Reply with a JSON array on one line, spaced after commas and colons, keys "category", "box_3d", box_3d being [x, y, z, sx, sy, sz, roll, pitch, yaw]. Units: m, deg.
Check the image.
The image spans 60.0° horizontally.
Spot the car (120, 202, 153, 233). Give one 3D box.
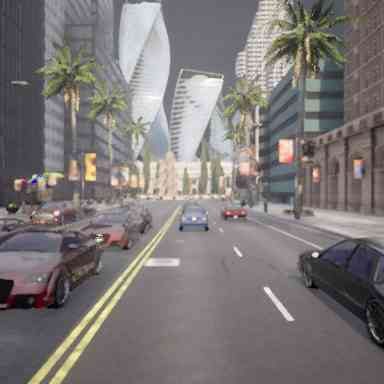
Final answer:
[{"category": "car", "box_3d": [-3.472, 1.577, 20.022, 2.128, 1.511, 4.902, 0, 0, 0]}]

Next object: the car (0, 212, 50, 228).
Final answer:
[{"category": "car", "box_3d": [-6.991, 1.614, 11.676, 1.994, 1.385, 4.181, 0, 0, 0]}]

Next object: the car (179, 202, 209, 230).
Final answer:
[{"category": "car", "box_3d": [0.104, 1.641, 22.022, 2.033, 1.411, 5.357, 0, 0, 0]}]

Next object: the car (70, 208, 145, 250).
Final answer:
[{"category": "car", "box_3d": [-3.475, 1.626, 14.573, 1.994, 1.385, 4.181, 0, 0, 0]}]

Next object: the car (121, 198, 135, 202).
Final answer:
[{"category": "car", "box_3d": [-10.405, 1.710, 54.114, 2.231, 1.521, 4.892, 0, 0, -1]}]

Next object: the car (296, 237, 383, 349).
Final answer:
[{"category": "car", "box_3d": [3.608, 1.574, 6.206, 2.033, 1.411, 5.357, 0, 0, 0]}]

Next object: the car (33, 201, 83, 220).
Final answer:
[{"category": "car", "box_3d": [-10.109, 1.459, 24.742, 2.185, 1.767, 4.553, 0, 0, -1]}]

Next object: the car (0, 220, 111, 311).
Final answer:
[{"category": "car", "box_3d": [-3.513, 1.598, 7.813, 1.994, 1.385, 4.181, 0, 0, 1]}]

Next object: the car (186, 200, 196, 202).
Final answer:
[{"category": "car", "box_3d": [-0.099, 1.745, 42.479, 1.994, 1.385, 4.181, 0, 0, -1]}]

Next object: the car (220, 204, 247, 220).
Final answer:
[{"category": "car", "box_3d": [3.507, 1.724, 28.925, 1.895, 1.301, 4.718, 0, 0, 0]}]
